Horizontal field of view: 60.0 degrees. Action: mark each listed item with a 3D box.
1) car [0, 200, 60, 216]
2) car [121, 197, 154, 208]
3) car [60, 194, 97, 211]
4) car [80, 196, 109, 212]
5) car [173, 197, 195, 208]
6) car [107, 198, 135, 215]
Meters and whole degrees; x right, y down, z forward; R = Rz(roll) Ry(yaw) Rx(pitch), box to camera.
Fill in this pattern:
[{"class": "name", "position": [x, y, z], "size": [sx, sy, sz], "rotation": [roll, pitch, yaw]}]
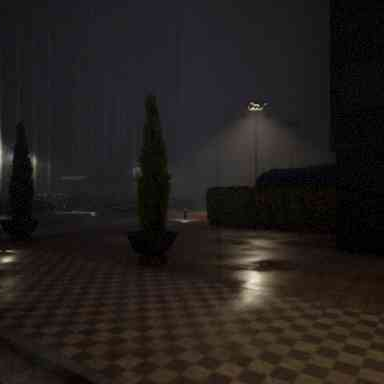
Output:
[{"class": "car", "position": [-15.825, 1.505, 32.329], "size": [1.837, 1.490, 4.892], "rotation": [0, 0, 35]}, {"class": "car", "position": [-8.046, 1.492, 49.614], "size": [2.128, 1.511, 4.902], "rotation": [0, 0, 35]}, {"class": "car", "position": [-14.038, 1.221, 41.032], "size": [2.150, 2.045, 5.566], "rotation": [0, 0, 35]}, {"class": "car", "position": [-10.494, 1.505, 39.990], "size": [1.837, 1.490, 4.892], "rotation": [0, 0, 35]}, {"class": "car", "position": [-1.428, 1.491, 46.548], "size": [2.128, 1.511, 4.902], "rotation": [0, 0, 35]}, {"class": "car", "position": [-5.749, 1.547, 34.207], "size": [2.033, 1.411, 5.357], "rotation": [0, 0, 35]}]
